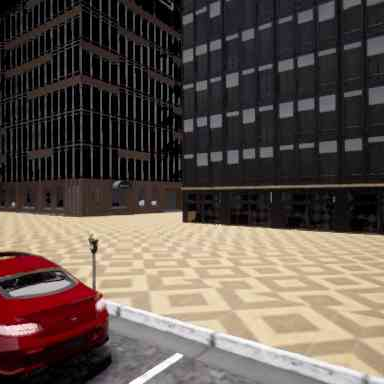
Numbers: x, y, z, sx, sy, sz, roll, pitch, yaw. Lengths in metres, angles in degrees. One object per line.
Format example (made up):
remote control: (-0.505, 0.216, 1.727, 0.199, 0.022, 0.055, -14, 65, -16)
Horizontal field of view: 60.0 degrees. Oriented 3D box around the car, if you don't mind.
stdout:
car: (-3.027, 1.581, 5.042, 4.206, 1.307, 1.802, 0, -1, 36)
